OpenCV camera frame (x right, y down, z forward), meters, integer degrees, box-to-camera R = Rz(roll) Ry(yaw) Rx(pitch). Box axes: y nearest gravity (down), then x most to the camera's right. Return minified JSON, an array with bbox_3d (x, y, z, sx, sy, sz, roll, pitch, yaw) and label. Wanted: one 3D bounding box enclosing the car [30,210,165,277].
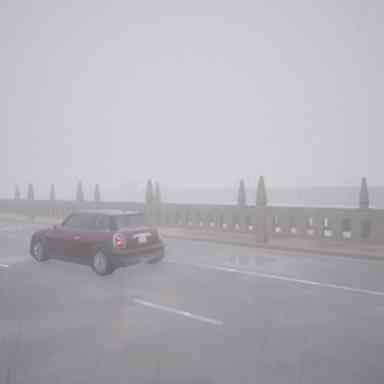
[{"bbox_3d":[-3.086,1.332,10.446,4.553,1.767,2.097,0,0,36],"label":"car"}]
